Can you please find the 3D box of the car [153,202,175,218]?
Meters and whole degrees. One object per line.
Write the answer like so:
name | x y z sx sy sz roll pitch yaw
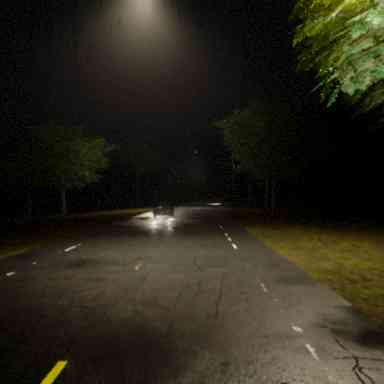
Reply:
car | -2.888 1.858 34.864 1.837 1.490 4.892 0 -1 2
